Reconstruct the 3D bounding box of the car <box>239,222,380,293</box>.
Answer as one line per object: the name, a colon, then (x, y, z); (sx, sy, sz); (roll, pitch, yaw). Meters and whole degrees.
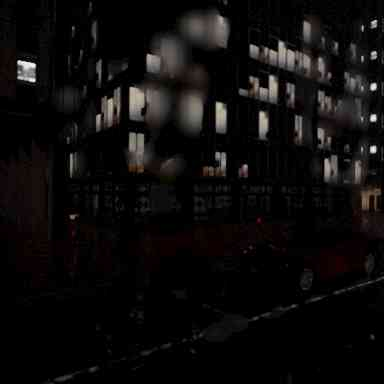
car: (3.239, 1.536, 8.861); (4.507, 1.381, 1.887); (0, 1, -36)
